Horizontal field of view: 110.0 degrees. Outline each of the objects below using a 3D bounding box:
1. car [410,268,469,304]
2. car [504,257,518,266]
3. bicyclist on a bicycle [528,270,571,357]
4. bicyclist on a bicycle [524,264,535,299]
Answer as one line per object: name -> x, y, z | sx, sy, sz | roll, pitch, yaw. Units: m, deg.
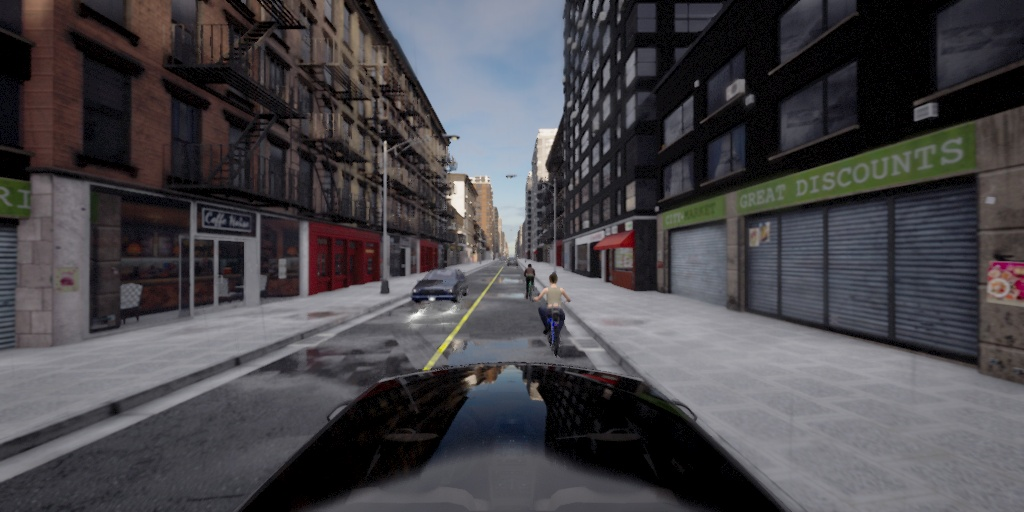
car -> -3.097, 1.279, 16.532 | 2.033, 1.411, 5.357 | 0, 0, 0
car -> 0.107, 1.055, 63.478 | 2.128, 1.511, 4.902 | 0, 0, 0
bicyclist on a bicycle -> 0.859, 1.182, 7.586 | 0.866, 1.612, 1.509 | 0, 0, 0
bicyclist on a bicycle -> 0.825, 1.184, 16.483 | 0.582, 1.620, 1.656 | 0, 0, 0
